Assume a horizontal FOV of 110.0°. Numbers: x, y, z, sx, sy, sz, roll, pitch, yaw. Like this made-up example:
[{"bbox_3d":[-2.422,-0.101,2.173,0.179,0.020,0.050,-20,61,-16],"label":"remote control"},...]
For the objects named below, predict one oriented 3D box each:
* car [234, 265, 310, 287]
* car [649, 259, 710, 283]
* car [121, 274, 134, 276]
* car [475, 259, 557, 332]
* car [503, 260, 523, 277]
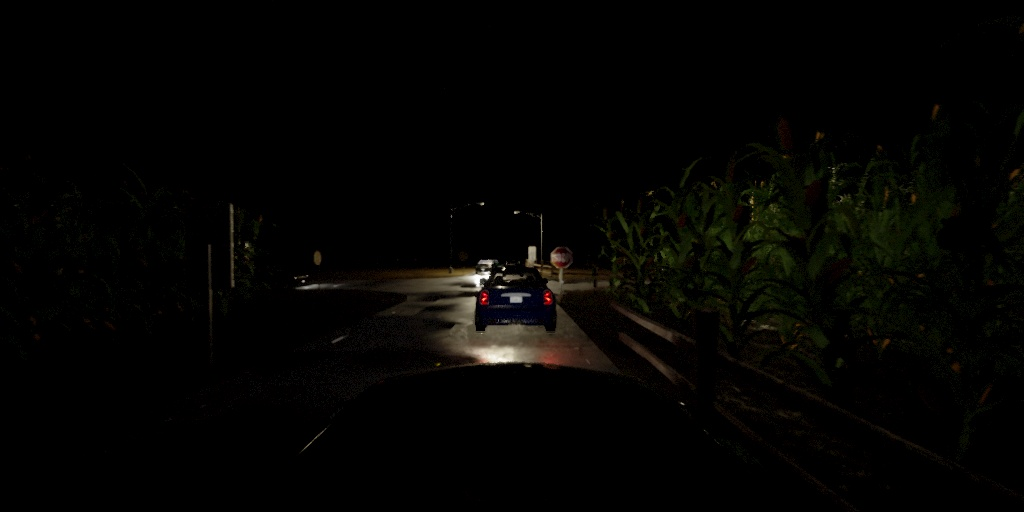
[{"bbox_3d":[-16.454,1.295,23.687,5.357,1.411,2.033,0,1,-1],"label":"car"},{"bbox_3d":[12.491,1.020,26.561,4.553,1.767,2.097,0,1,-2],"label":"car"},{"bbox_3d":[-27.754,1.285,23.655,4.892,1.490,1.837,0,1,0],"label":"car"},{"bbox_3d":[0.057,1.083,10.916,2.097,1.767,4.553,0,0,-1],"label":"car"},{"bbox_3d":[0.097,1.174,35.149,1.837,1.490,4.892,0,0,0],"label":"car"}]
